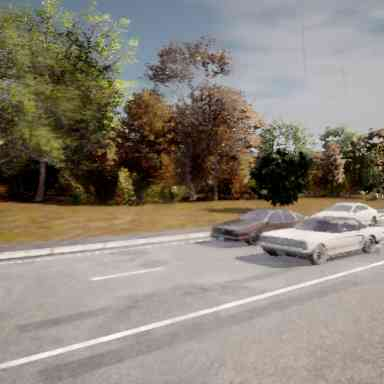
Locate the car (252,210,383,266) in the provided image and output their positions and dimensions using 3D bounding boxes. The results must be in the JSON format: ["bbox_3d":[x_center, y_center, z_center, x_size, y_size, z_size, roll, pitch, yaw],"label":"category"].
[{"bbox_3d":[4.524,1.517,11.432,4.718,1.301,1.895,-1,1,-35],"label":"car"}]

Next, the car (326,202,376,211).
[{"bbox_3d":[8.699,1.333,18.711,4.674,1.442,1.812,-1,1,-35],"label":"car"}]

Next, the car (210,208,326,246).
[{"bbox_3d":[3.366,1.447,14.889,5.357,1.411,2.033,-1,1,-35],"label":"car"}]
